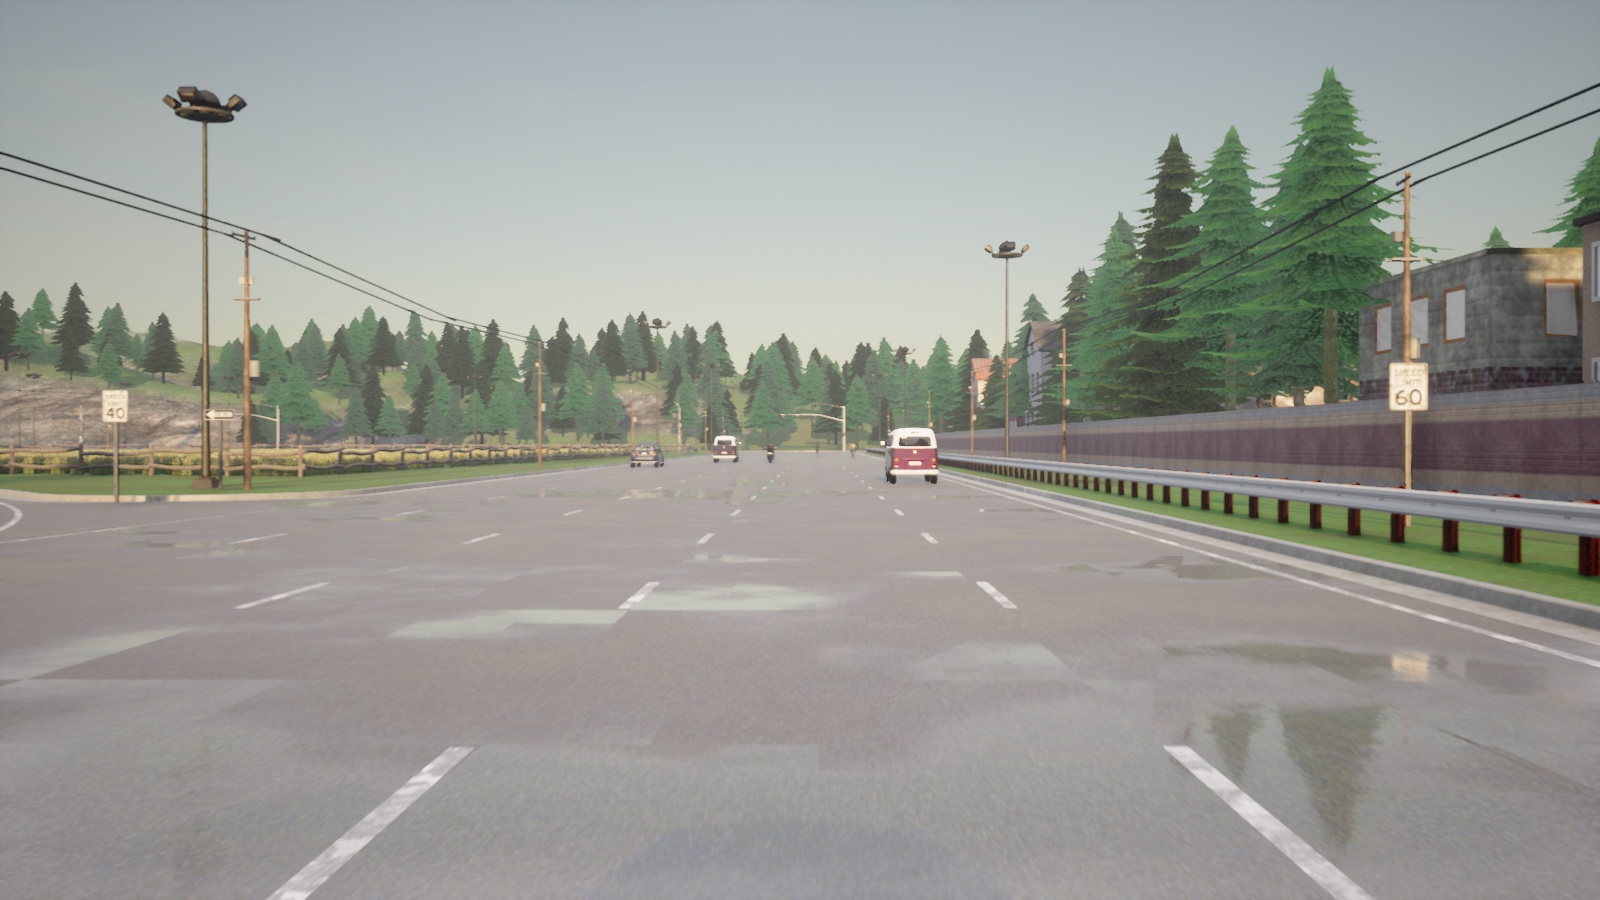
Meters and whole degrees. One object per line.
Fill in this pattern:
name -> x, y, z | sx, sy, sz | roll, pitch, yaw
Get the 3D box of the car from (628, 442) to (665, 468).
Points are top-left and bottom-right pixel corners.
car -> -9.457, 0.294, 77.796 | 1.789, 1.549, 3.705 | 0, 0, 1

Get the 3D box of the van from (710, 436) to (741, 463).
van -> -5.704, -0.060, 96.797 | 2.069, 2.038, 4.480 | 0, 0, 1

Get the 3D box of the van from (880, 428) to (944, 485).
van -> 4.137, 0.219, 47.114 | 2.069, 2.038, 4.480 | 0, 0, 1
